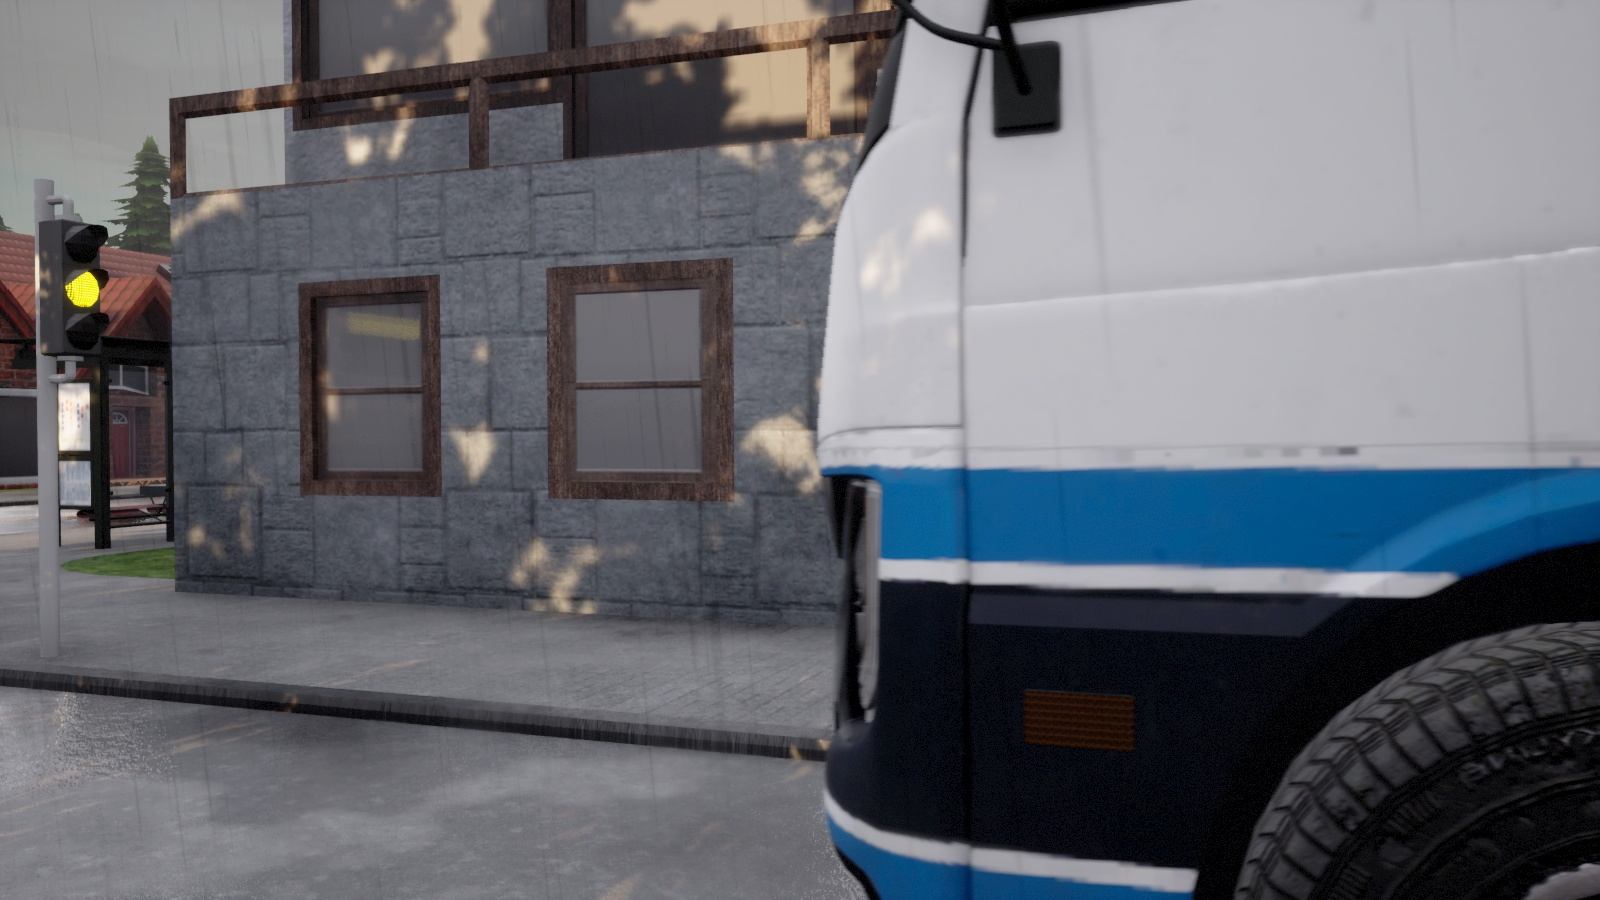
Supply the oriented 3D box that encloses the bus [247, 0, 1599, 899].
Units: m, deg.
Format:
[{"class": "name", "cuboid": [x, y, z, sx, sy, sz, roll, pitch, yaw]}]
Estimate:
[{"class": "bus", "cuboid": [4.591, -0.567, 2.117, 10.273, 4.253, 3.944, 0, 1, 21]}]
